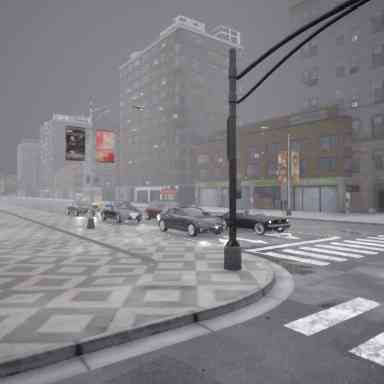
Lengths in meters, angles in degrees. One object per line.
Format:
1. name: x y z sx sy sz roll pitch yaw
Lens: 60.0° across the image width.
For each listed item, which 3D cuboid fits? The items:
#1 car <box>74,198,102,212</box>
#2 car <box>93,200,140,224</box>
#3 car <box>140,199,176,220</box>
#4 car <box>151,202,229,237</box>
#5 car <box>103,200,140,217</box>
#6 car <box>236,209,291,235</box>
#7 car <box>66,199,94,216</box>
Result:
1. car: -13.345 1.620 42.411 1.882 1.535 5.008 0 0 -36
2. car: -5.679 1.581 26.286 2.128 1.511 4.902 0 0 -36
3. car: -1.964 1.435 26.712 2.097 1.767 4.553 0 0 -36
4. car: -0.181 1.558 18.728 1.837 1.490 4.892 0 0 -36
5. car: -7.306 1.619 34.057 1.837 1.490 4.892 0 0 -36
6. car: 3.363 1.648 19.388 1.895 1.301 4.718 0 0 -36
7. car: -11.529 1.627 34.344 1.837 1.490 4.892 0 0 -36
